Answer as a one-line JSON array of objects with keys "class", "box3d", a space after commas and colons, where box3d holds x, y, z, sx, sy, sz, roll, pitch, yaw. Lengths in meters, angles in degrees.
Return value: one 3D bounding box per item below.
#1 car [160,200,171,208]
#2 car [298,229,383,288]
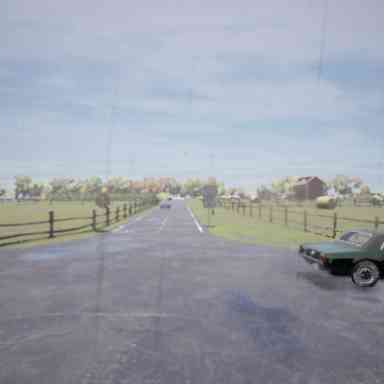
[{"class": "car", "box3d": [-4.771, 2.218, 60.394, 1.812, 1.442, 4.674, 0, -1, -2]}, {"class": "car", "box3d": [5.459, 1.661, 8.850, 4.718, 1.301, 1.895, 0, -2, -2]}]
